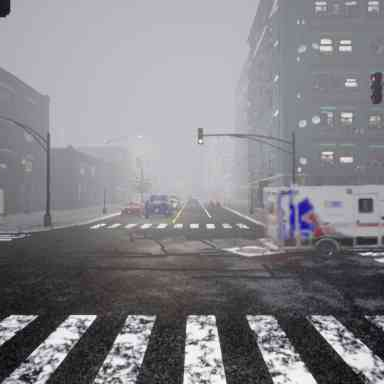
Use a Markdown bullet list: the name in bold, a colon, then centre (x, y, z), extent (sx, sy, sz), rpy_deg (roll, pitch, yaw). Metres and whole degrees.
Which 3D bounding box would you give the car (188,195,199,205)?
- **car**: centre (0.265, 1.541, 60.081), extent (1.812, 1.442, 4.674), rpy_deg (0, 0, 0)

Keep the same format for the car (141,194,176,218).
- **car**: centre (-2.954, 1.229, 30.566), extent (2.150, 2.045, 5.566), rpy_deg (0, 0, 0)

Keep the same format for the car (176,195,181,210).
- **car**: centre (-2.899, 1.232, 43.067), extent (2.150, 2.045, 5.566), rpy_deg (0, 0, 0)

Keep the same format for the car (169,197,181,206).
- **car**: centre (-2.820, 1.539, 56.294), extent (1.812, 1.442, 4.674), rpy_deg (0, 0, 1)

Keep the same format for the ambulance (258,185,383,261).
- **ambulance**: centre (5.721, 1.006, 11.848), extent (6.366, 2.431, 2.351), rpy_deg (-1, 0, 1)

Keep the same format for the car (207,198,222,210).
- **car**: centre (2.897, 1.450, 43.412), extent (1.967, 1.590, 4.097), rpy_deg (1, 0, 0)

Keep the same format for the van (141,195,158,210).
- **van**: centre (-5.481, 1.351, 43.388), extent (1.690, 1.788, 3.998), rpy_deg (1, 0, 0)

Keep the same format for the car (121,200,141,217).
- **car**: centre (-5.611, 1.552, 32.019), extent (1.887, 1.381, 4.507), rpy_deg (1, 0, 0)

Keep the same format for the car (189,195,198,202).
- **car**: centre (0.309, 1.351, 70.090), extent (1.837, 1.490, 4.892), rpy_deg (0, 0, 0)

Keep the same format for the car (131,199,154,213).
- **car**: centre (-5.510, 1.554, 37.701), extent (1.887, 1.381, 4.507), rpy_deg (1, 0, 0)
